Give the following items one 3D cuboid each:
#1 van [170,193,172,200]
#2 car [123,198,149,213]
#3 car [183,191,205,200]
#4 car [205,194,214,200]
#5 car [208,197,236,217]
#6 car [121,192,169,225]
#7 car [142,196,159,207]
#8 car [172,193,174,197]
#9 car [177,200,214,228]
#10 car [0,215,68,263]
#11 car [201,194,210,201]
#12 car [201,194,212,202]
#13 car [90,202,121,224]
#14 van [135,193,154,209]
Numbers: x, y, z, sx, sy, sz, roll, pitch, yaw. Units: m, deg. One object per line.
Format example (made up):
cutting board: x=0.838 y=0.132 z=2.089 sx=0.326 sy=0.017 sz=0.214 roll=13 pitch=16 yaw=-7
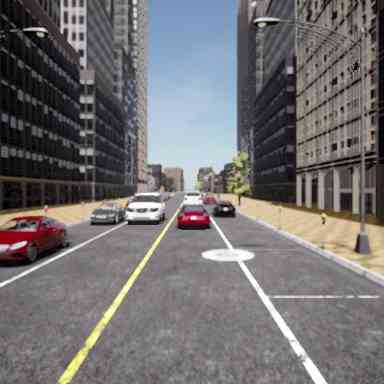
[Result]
van: x=-5.669 y=0.875 z=68.488 sx=1.690 sy=1.788 sz=3.998 roll=0 pitch=0 yaw=0
car: x=-5.679 y=1.318 z=34.337 sx=1.887 sy=1.381 sz=4.507 roll=0 pitch=0 yaw=0
car: x=0.109 y=0.951 z=40.705 sx=2.150 sy=2.045 sz=5.566 roll=0 pitch=0 yaw=0
car: x=2.707 y=1.096 z=51.396 sx=1.967 sy=1.590 sz=4.097 roll=0 pitch=0 yaw=0
car: x=2.700 y=1.378 z=28.630 sx=1.947 sy=1.339 sz=4.313 roll=0 pitch=0 yaw=0
car: x=-3.075 y=1.069 z=23.132 sx=2.150 sy=2.045 sz=5.566 roll=0 pitch=0 yaw=0
car: x=-5.676 y=1.277 z=45.722 sx=1.802 sy=1.307 sz=4.206 roll=0 pitch=0 yaw=0
car: x=-5.669 y=1.059 z=74.182 sx=1.947 sy=1.339 sz=4.313 roll=0 pitch=0 yaw=0
car: x=0.106 y=1.427 z=20.988 sx=1.994 sy=1.385 sz=4.181 roll=0 pitch=0 yaw=0
car: x=-5.684 y=1.507 z=11.567 sx=1.802 sy=1.307 sz=4.206 roll=0 pitch=0 yaw=0
car: x=2.710 y=1.058 z=68.642 sx=1.752 sy=1.417 sz=4.829 roll=0 pitch=0 yaw=0
car: x=2.708 y=1.157 z=62.781 sx=1.802 sy=1.307 sz=4.206 roll=0 pitch=0 yaw=0
car: x=-5.682 y=1.400 z=22.953 sx=2.008 sy=1.369 sz=4.403 roll=0 pitch=0 yaw=0
van: x=-5.677 y=1.076 z=40.028 sx=1.690 sy=1.788 sz=3.998 roll=0 pitch=0 yaw=0
